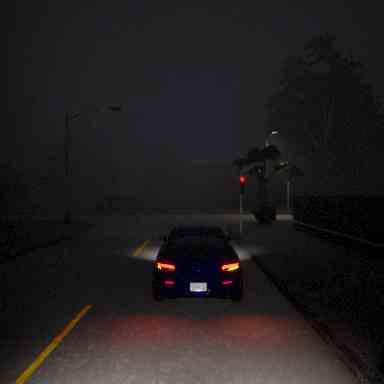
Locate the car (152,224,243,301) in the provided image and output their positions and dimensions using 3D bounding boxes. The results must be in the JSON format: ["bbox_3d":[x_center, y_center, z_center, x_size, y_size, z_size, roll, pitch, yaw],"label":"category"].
[{"bbox_3d":[0.120,1.526,8.214,1.812,1.442,4.674,0,0,0],"label":"car"}]
